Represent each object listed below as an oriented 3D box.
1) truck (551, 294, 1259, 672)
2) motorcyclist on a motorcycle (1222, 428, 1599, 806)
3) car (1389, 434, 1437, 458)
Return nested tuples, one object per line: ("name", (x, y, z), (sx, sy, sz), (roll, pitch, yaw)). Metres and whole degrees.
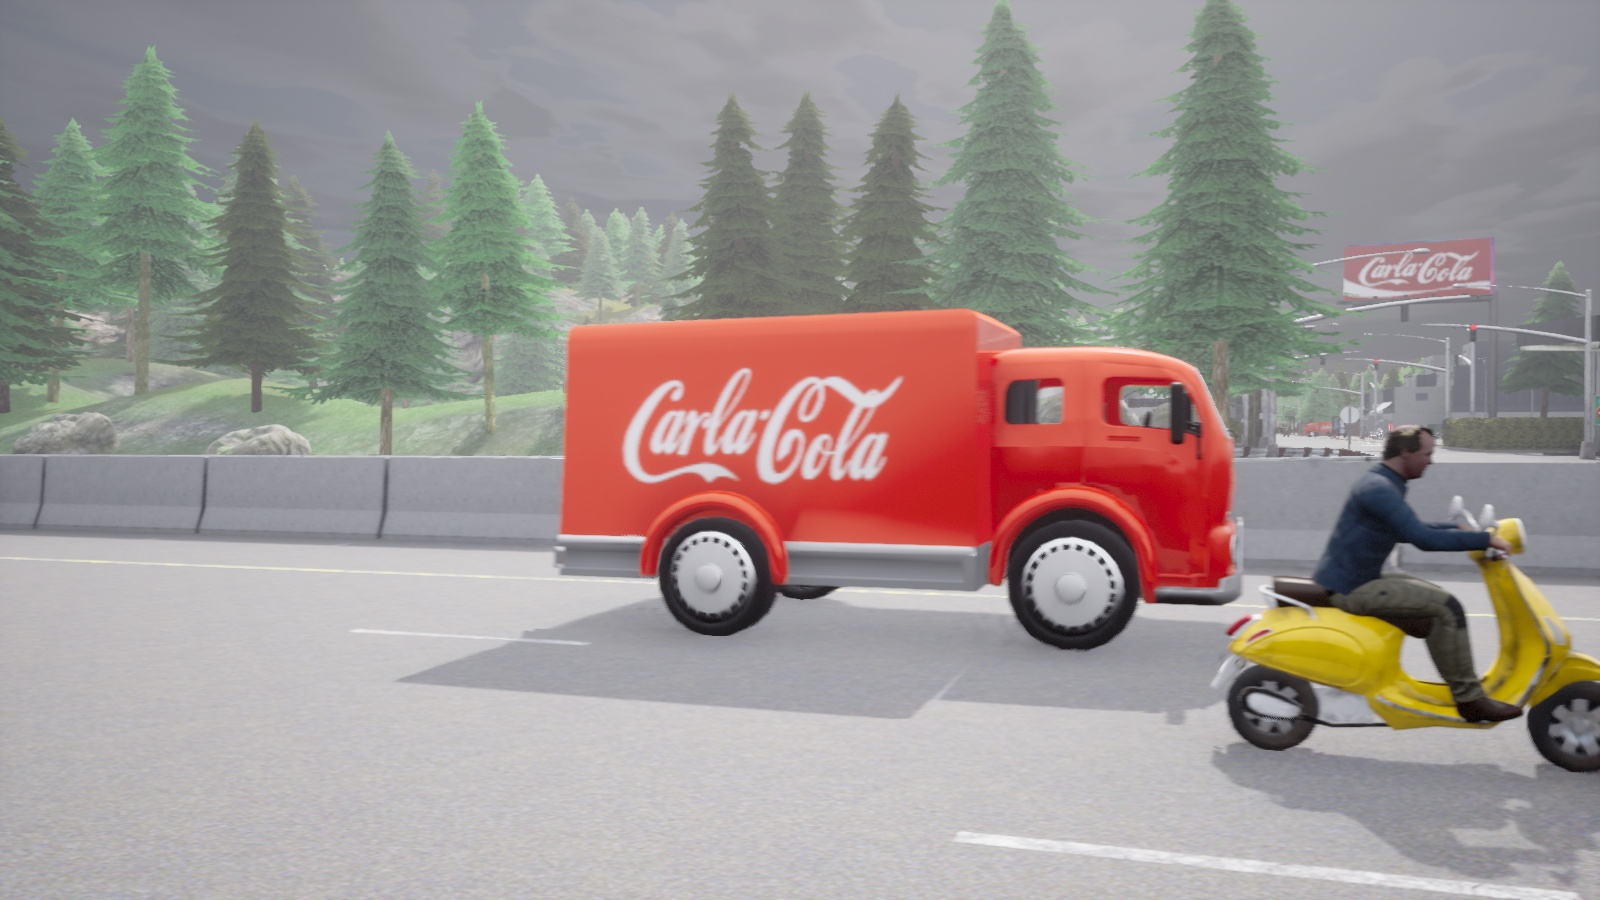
("truck", (0.933, 0.179, 10.258), (5.204, 2.467, 2.627), (1, 1, 19))
("motorcyclist on a motorcycle", (2.947, 0.697, 5.894), (1.817, 1.590, 0.866), (1, 1, 19))
("car", (36.274, -0.240, 74.462), (1.895, 1.301, 4.718), (2, 1, 18))
